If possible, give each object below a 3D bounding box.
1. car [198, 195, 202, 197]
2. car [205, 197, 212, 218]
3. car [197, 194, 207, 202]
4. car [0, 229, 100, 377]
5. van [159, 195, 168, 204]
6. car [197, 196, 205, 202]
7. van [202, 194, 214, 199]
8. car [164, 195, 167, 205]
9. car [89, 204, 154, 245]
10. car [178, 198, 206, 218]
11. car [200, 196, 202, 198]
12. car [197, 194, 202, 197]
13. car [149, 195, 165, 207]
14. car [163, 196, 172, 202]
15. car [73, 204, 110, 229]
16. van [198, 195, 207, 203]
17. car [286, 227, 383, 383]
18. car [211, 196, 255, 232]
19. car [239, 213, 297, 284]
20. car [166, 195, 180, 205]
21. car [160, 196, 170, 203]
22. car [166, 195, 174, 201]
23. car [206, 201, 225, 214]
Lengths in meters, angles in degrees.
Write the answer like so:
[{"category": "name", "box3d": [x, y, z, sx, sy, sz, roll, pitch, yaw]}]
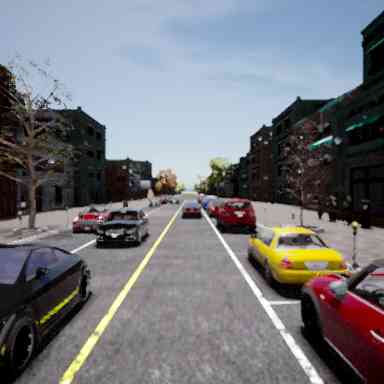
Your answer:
[{"category": "car", "box3d": [2.434, 1.712, 59.202, 1.802, 1.307, 4.206, -1, 0, 0]}, {"category": "car", "box3d": [2.554, 1.508, 31.461, 1.967, 1.590, 4.097, -1, 0, 0]}, {"category": "car", "box3d": [2.335, 1.495, 81.396, 2.192, 1.841, 5.009, -1, 0, 0]}, {"category": "car", "box3d": [-3.115, 1.582, 5.408, 1.994, 1.385, 4.181, 0, 0, 0]}, {"category": "van", "box3d": [-5.998, 1.510, 70.261, 1.690, 1.788, 3.998, -1, 0, 0]}, {"category": "car", "box3d": [2.313, 1.774, 86.944, 1.802, 1.307, 4.206, -1, 0, 0]}, {"category": "van", "box3d": [2.504, 1.434, 42.558, 1.690, 1.788, 3.998, -1, 0, 0]}, {"category": "car", "box3d": [-5.973, 1.472, 64.713, 2.192, 1.841, 5.009, -1, 0, 0]}, {"category": "car", "box3d": [-3.157, 1.547, 15.883, 1.837, 1.490, 4.892, 0, 0, 0]}, {"category": "car", "box3d": [-0.022, 1.620, 31.492, 2.033, 1.411, 5.357, 0, 0, 0]}, {"category": "car", "box3d": [2.483, 1.650, 48.106, 1.887, 1.381, 4.507, -1, 0, 0]}, {"category": "car", "box3d": [2.386, 1.737, 70.299, 1.802, 1.307, 4.206, -1, 0, 0]}, {"category": "car", "box3d": [-5.922, 1.683, 53.615, 2.008, 1.369, 4.403, -1, 0, 0]}, {"category": "car", "box3d": [-6.044, 1.738, 81.357, 1.887, 1.381, 4.507, -1, 0, 0]}, {"category": "car", "box3d": [-5.778, 1.497, 20.326, 1.967, 1.590, 4.097, -1, 0, 0]}, {"category": "van", "box3d": [2.359, 1.509, 75.848, 1.690, 1.788, 3.998, -1, 0, 0]}, {"category": "car", "box3d": [2.675, 1.445, 3.720, 1.967, 1.590, 4.097, -1, 0, 0]}, {"category": "car", "box3d": [2.601, 1.358, 20.365, 2.192, 1.841, 5.009, -1, 0, 0]}, {"category": "car", "box3d": [2.651, 1.543, 9.438, 1.752, 1.417, 4.829, -1, 0, 0]}, {"category": "car", "box3d": [-3.289, 1.647, 64.195, 2.128, 1.511, 4.902, 0, 0, 0]}, {"category": "car", "box3d": [-6.020, 1.622, 75.809, 1.967, 1.590, 4.097, -1, 0, 0]}, {"category": "car", "box3d": [-6.093, 1.658, 92.454, 1.967, 1.590, 4.097, -1, 0, 0]}, {"category": "car", "box3d": [2.532, 1.663, 37.009, 1.802, 1.307, 4.206, -1, 0, 0]}]
